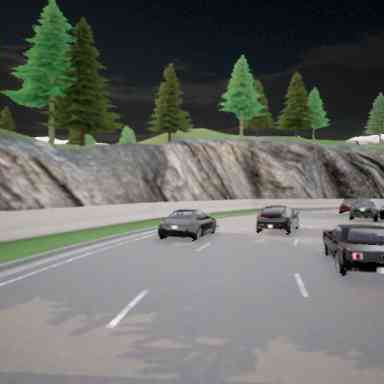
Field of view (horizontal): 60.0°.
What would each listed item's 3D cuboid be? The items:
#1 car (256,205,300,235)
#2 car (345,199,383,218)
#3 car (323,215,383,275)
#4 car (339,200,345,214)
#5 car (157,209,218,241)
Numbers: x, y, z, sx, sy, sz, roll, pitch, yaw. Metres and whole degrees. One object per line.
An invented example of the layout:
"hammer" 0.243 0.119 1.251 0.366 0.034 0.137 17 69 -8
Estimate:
"car" 5.090 1.530 19.448 1.837 1.490 4.892 0 0 25
"car" 14.842 1.456 27.874 2.097 1.767 4.553 1 0 40
"car" 5.253 1.637 10.288 1.895 1.301 4.718 0 0 15
"car" 17.591 1.473 35.356 4.553 1.767 2.097 0 0 -41
"car" -0.101 1.546 16.763 1.994 1.385 4.181 0 0 20
